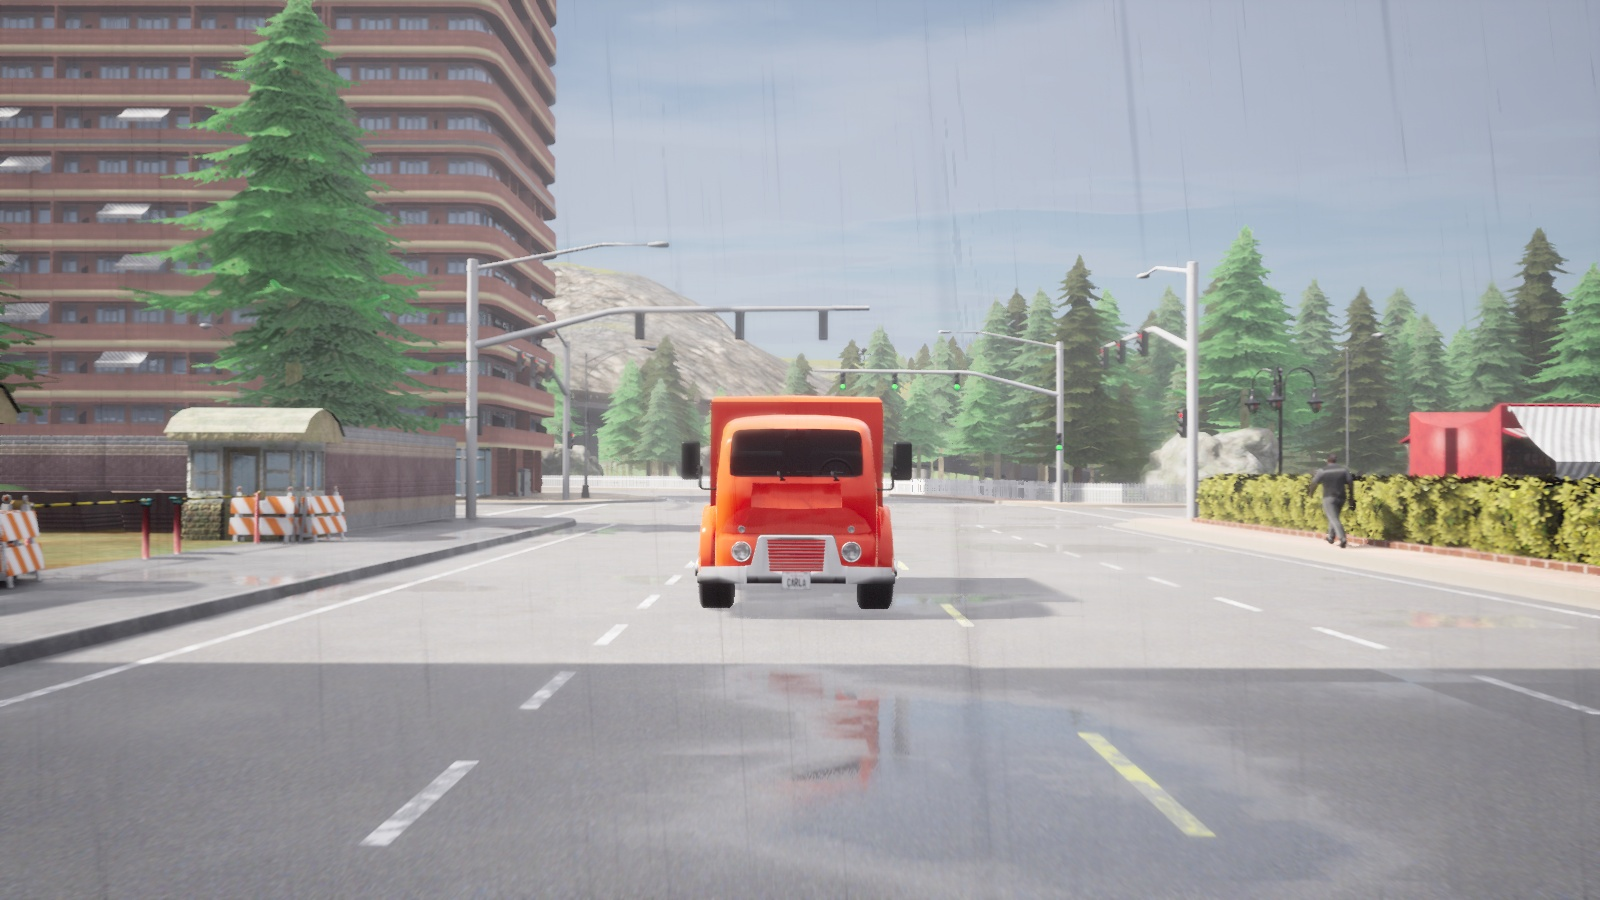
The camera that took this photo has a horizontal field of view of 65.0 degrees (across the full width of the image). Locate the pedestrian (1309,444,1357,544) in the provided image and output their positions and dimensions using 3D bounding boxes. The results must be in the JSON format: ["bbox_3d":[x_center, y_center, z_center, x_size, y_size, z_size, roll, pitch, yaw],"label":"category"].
[{"bbox_3d":[10.193,0.830,24.046,0.563,1.883,0.849,0,-1,2],"label":"pedestrian"}]

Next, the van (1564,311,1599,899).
[{"bbox_3d":[3.494,0.554,1.773,2.069,2.038,4.480,0,-1,0],"label":"van"}]

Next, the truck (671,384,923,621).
[{"bbox_3d":[-0.041,0.592,15.746,2.627,2.467,5.204,0,-1,0],"label":"truck"}]
